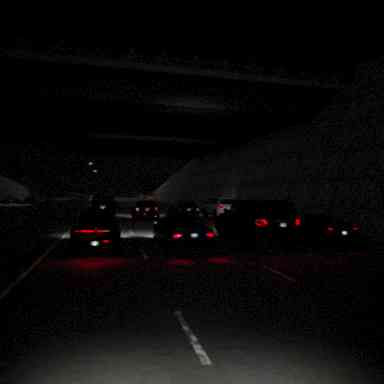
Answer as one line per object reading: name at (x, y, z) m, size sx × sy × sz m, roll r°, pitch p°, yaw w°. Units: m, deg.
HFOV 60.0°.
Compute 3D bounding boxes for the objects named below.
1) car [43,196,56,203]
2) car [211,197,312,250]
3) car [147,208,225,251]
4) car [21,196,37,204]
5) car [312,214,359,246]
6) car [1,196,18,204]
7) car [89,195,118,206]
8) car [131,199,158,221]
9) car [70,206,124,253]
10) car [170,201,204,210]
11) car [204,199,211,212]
car at (-27.158, 1.564, 63.604) m, size 1.812 × 1.442 × 4.674 m, roll 1°, pitch 0°, yaw -14°
car at (2.874, 1.367, 15.456) m, size 2.150 × 2.045 × 5.566 m, roll 1°, pitch 0°, yaw -14°
car at (-0.517, 1.641, 14.573) m, size 2.033 × 1.411 × 5.357 m, roll 1°, pitch 0°, yaw -14°
car at (-30.544, 1.508, 62.721) m, size 1.812 × 1.442 × 4.674 m, roll 1°, pitch 0°, yaw -14°
car at (6.207, 1.771, 16.541) m, size 1.994 × 1.385 × 4.181 m, roll 1°, pitch 0°, yaw -14°
car at (-33.940, 1.406, 61.878) m, size 1.882 × 1.535 × 5.008 m, roll 1°, pitch 0°, yaw -14°
car at (-7.550, 1.303, 28.317) m, size 2.150 × 2.045 × 5.566 m, roll 1°, pitch 0°, yaw -14°
car at (-4.169, 1.492, 29.217) m, size 2.097 × 1.767 × 4.553 m, roll 1°, pitch -1°, yaw -14°
car at (-3.988, 1.547, 14.039) m, size 1.837 × 1.490 × 4.892 m, roll 1°, pitch 0°, yaw -14°
car at (-0.773, 1.548, 30.065) m, size 2.097 × 1.767 × 4.553 m, roll 1°, pitch -1°, yaw -14°
car at (2.639, 1.470, 30.849) m, size 2.150 × 2.045 × 5.566 m, roll 1°, pitch 0°, yaw -14°
